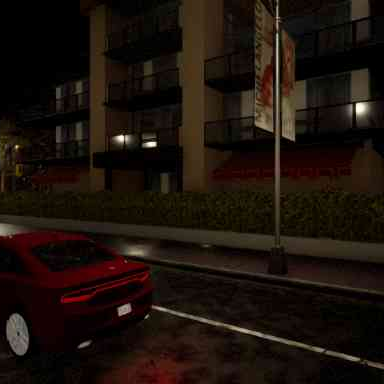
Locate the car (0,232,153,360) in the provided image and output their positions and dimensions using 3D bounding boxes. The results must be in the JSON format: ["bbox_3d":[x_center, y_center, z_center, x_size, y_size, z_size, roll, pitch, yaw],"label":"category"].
[{"bbox_3d":[-2.973,1.478,6.016,5.008,1.535,1.882,0,0,35],"label":"car"}]
